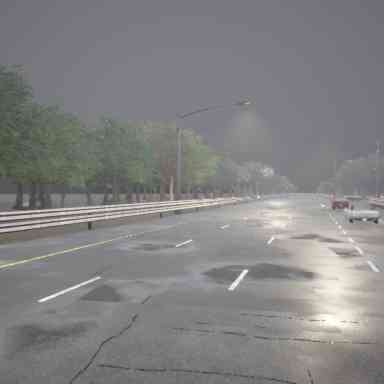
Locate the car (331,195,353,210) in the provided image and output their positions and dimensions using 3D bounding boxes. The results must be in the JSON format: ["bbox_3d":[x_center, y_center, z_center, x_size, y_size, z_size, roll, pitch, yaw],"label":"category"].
[{"bbox_3d":[19.052,1.474,42.832,1.882,1.535,5.008,0,0,20],"label":"car"}]

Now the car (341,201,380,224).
[{"bbox_3d":[12.681,1.599,25.032,1.895,1.301,4.718,0,0,20],"label":"car"}]

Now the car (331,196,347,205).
[{"bbox_3d":[27.238,1.485,61.560,2.128,1.511,4.902,0,0,30],"label":"car"}]

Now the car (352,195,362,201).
[{"bbox_3d":[36.865,1.468,75.269,1.882,1.535,5.008,0,0,41],"label":"car"}]
